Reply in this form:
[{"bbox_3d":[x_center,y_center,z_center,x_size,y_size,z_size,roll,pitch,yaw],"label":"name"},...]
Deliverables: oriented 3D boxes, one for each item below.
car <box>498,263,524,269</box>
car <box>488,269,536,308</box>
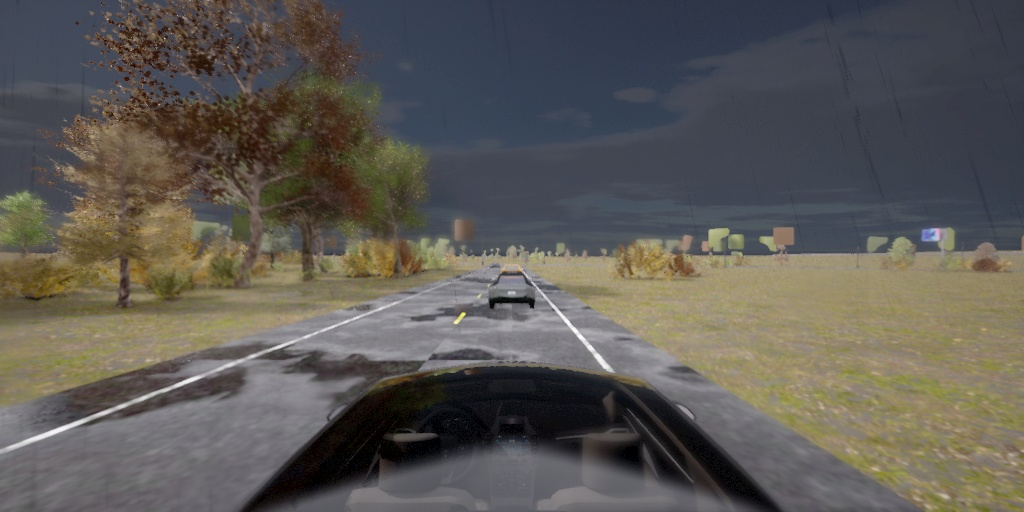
[{"bbox_3d":[0.000,1.487,31.327,1.882,1.535,5.008,0,0,0],"label":"car"},{"bbox_3d":[0.001,1.442,16.159,1.994,1.385,4.181,0,0,0],"label":"car"}]
